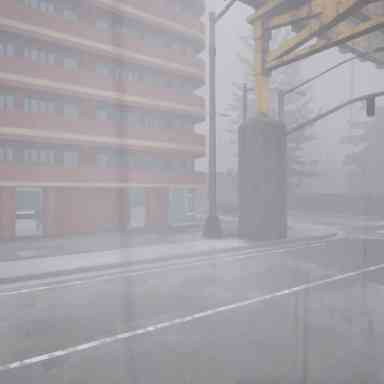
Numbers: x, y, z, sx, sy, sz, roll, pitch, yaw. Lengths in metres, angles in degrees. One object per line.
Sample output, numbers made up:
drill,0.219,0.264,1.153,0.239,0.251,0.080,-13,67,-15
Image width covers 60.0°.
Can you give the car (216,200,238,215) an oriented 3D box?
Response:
car,4.160,1.516,31.489,2.128,1.511,4.902,0,0,-35
